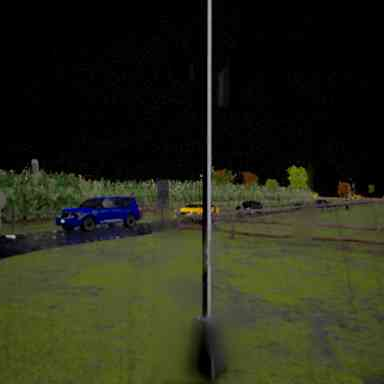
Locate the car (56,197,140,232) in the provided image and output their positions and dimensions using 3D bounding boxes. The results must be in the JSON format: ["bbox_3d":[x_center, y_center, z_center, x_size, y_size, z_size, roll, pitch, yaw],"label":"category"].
[{"bbox_3d":[-5.735,1.329,21.142,2.150,2.045,5.566,-1,-1,36],"label":"car"}]

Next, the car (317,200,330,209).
[{"bbox_3d":[20.465,1.948,52.493,1.812,1.442,4.674,-1,-1,36],"label":"car"}]

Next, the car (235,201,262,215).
[{"bbox_3d":[6.656,1.788,38.253,1.837,1.490,4.892,-1,-1,36],"label":"car"}]

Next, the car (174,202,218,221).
[{"bbox_3d":[0.414,1.671,29.644,1.882,1.535,5.008,-1,-1,36],"label":"car"}]

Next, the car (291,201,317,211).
[{"bbox_3d":[14.783,1.895,44.542,1.994,1.385,4.181,-1,-1,36],"label":"car"}]
